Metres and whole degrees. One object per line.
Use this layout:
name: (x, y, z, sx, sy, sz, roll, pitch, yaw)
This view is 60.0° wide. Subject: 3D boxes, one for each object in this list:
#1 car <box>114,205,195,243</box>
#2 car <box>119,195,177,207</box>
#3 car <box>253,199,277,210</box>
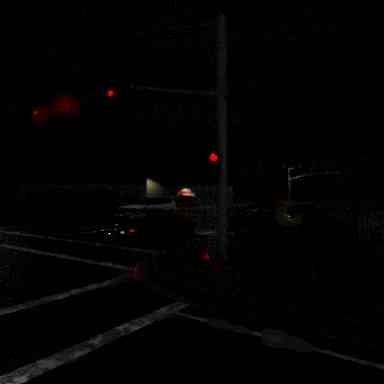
car: (-1.722, 1.579, 16.462, 1.812, 1.442, 4.674, -1, -1, 35)
car: (-3.438, 1.307, 25.983, 2.150, 2.045, 5.566, 0, 0, 36)
car: (9.717, 1.650, 44.264, 1.994, 1.385, 4.181, 0, 0, 36)
